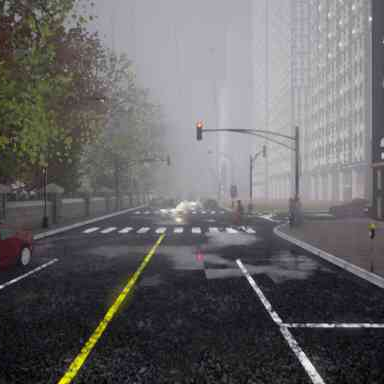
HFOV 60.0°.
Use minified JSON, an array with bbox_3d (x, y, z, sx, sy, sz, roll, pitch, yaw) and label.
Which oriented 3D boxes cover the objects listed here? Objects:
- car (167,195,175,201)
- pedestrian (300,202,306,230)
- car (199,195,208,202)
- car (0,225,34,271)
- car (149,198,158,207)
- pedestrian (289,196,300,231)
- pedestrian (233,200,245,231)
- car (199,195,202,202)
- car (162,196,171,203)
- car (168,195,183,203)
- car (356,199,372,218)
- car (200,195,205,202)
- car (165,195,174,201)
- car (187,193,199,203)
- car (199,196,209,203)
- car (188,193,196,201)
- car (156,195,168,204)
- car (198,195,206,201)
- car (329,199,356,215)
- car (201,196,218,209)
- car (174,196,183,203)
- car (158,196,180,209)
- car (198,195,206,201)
[{"bbox_3d":[-5.711,1.632,91.651,1.887,1.381,4.507,0,0,0],"label":"car"},{"bbox_3d":[5.978,1.142,18.551,0.375,1.860,0.375,0,0,0],"label":"pedestrian"},{"bbox_3d":[2.673,1.507,80.389,1.967,1.590,4.097,0,0,0],"label":"car"},{"bbox_3d":[-5.819,1.546,8.673,1.887,1.381,4.507,0,0,0],"label":"car"},{"bbox_3d":[-5.701,1.611,52.224,1.802,1.307,4.206,0,0,0],"label":"car"},{"bbox_3d":[5.433,1.144,17.951,0.375,1.860,0.375,0,0,0],"label":"pedestrian"},{"bbox_3d":[2.702,1.294,19.150,0.375,1.860,0.375,0,0,0],"label":"pedestrian"},{"bbox_3d":[2.678,1.601,57.859,1.947,1.339,4.313,0,0,0],"label":"car"},{"bbox_3d":[-5.706,1.583,74.585,1.752,1.417,4.829,0,0,0],"label":"car"},{"bbox_3d":[-3.088,1.528,57.923,2.128,1.511,4.902,0,0,0],"label":"car"},{"bbox_3d":[14.668,1.281,24.005,4.313,1.339,1.947,-1,1,0],"label":"car"},{"bbox_3d":[2.679,1.595,52.226,1.947,1.339,4.313,0,0,0],"label":"car"},{"bbox_3d":[-5.708,1.517,86.018,1.967,1.590,4.097,0,0,0],"label":"car"},{"bbox_3d":[-0.017,1.587,73.463,2.033,1.411,5.357,0,0,0],"label":"car"},{"bbox_3d":[2.675,1.603,74.757,1.887,1.381,4.507,0,0,0],"label":"car"},{"bbox_3d":[-0.020,1.173,83.910,2.150,2.045,5.566,0,0,0],"label":"car"},{"bbox_3d":[-5.703,1.482,63.490,1.967,1.590,4.097,0,0,0],"label":"car"},{"bbox_3d":[2.672,1.517,86.020,1.967,1.590,4.097,0,0,0],"label":"car"},{"bbox_3d":[14.599,1.306,29.806,4.181,1.385,1.994,-1,0,0],"label":"car"},{"bbox_3d":[2.680,1.590,46.594,1.947,1.339,4.313,0,0,0],"label":"car"},{"bbox_3d":[-3.018,1.574,73.116,1.812,1.442,4.674,0,0,0],"label":"car"},{"bbox_3d":[-3.100,1.587,44.954,1.994,1.385,4.181,0,0,0],"label":"car"},{"bbox_3d":[2.670,1.638,91.653,2.008,1.369,4.403,0,0,0],"label":"car"}]
